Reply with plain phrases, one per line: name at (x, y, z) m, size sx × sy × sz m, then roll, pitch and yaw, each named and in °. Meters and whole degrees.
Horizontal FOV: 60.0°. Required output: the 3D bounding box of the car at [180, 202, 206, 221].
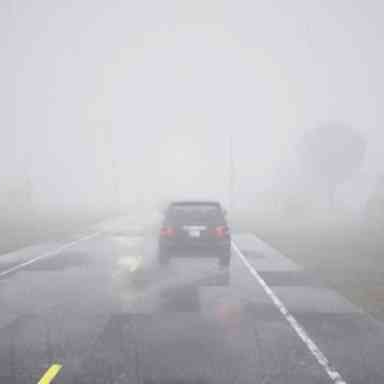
car at (0.089, 1.611, 28.121) m, size 1.994 × 1.385 × 4.181 m, roll 0°, pitch 0°, yaw 0°

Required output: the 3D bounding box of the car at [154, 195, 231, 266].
car at (0.086, 1.239, 11.741) m, size 2.150 × 2.045 × 5.566 m, roll 0°, pitch 0°, yaw 0°

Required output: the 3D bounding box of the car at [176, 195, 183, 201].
car at (-3.442, 1.619, 91.574) m, size 1.994 × 1.385 × 4.181 m, roll 0°, pitch 0°, yaw 0°

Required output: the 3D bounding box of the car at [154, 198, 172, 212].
car at (-3.587, 1.554, 41.869) m, size 1.882 × 1.535 × 5.008 m, roll 0°, pitch 0°, yaw 0°
